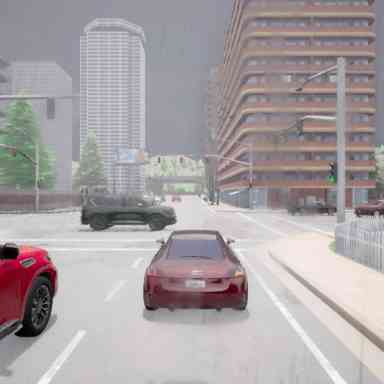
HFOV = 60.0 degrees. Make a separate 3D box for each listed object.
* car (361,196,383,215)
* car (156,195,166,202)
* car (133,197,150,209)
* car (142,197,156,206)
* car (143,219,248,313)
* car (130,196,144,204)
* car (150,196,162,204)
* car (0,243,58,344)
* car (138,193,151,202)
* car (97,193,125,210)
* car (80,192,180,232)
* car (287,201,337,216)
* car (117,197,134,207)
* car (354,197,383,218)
[{"bbox_3d":[19.834,1.297,34.194,4.553,1.767,2.097,0,0,-27],"label":"car"},{"bbox_3d":[-7.069,1.499,76.463,1.837,1.490,4.892,0,0,0],"label":"car"},{"bbox_3d":[-7.124,1.526,46.905,1.812,1.442,4.674,0,0,-2],"label":"car"},{"bbox_3d":[-7.138,1.526,55.762,1.812,1.442,4.674,0,0,0],"label":"car"},{"bbox_3d":[0.086,1.564,7.775,1.994,1.385,4.181,0,0,1],"label":"car"},{"bbox_3d":[-10.602,1.505,64.235,1.837,1.490,4.892,0,0,0],"label":"car"},{"bbox_3d":[-7.093,1.526,66.025,1.812,1.442,4.674,0,0,0],"label":"car"},{"bbox_3d":[-3.434,1.221,3.496,2.150,2.045,5.566,0,0,0],"label":"car"},{"bbox_3d":[-10.567,1.225,74.763,2.150,2.045,5.566,0,0,0],"label":"car"},{"bbox_3d":[-10.615,1.221,44.048,2.150,2.045,5.566,0,0,2],"label":"car"},{"bbox_3d":[-3.713,1.209,19.672,5.566,2.045,2.150,0,0,0],"label":"car"},{"bbox_3d":[11.395,1.545,31.343,4.718,1.301,1.895,0,0,-12],"label":"car"},{"bbox_3d":[-10.638,1.526,53.803,1.812,1.442,4.674,0,0,0],"label":"car"},{"bbox_3d":[16.552,1.422,29.075,5.008,1.535,1.882,0,0,-20],"label":"car"}]
